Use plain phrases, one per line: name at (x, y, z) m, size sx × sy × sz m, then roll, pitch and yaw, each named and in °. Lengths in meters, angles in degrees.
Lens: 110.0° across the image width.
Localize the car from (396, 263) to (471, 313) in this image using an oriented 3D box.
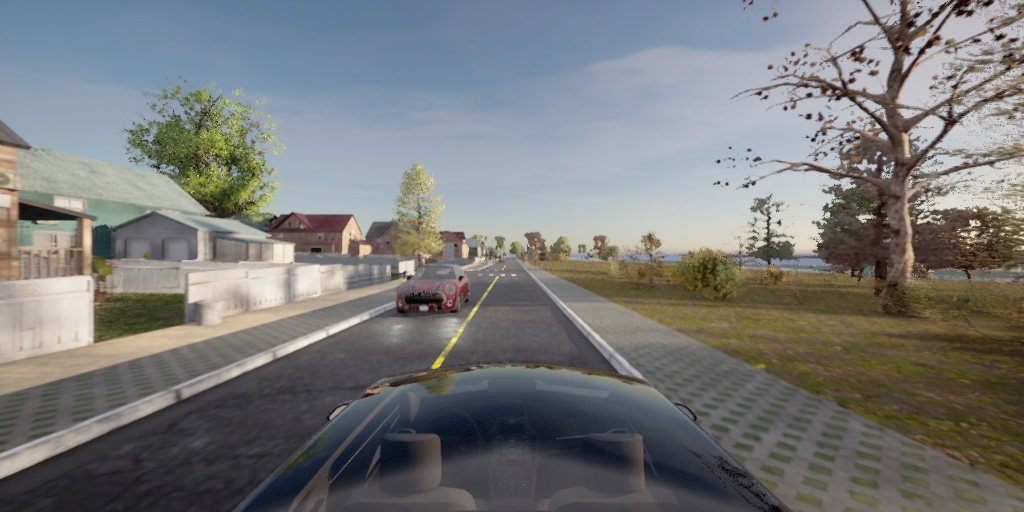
car at (-2.845, 1.097, 13.809) m, size 2.097 × 1.767 × 4.553 m, roll 0°, pitch 0°, yaw 0°
